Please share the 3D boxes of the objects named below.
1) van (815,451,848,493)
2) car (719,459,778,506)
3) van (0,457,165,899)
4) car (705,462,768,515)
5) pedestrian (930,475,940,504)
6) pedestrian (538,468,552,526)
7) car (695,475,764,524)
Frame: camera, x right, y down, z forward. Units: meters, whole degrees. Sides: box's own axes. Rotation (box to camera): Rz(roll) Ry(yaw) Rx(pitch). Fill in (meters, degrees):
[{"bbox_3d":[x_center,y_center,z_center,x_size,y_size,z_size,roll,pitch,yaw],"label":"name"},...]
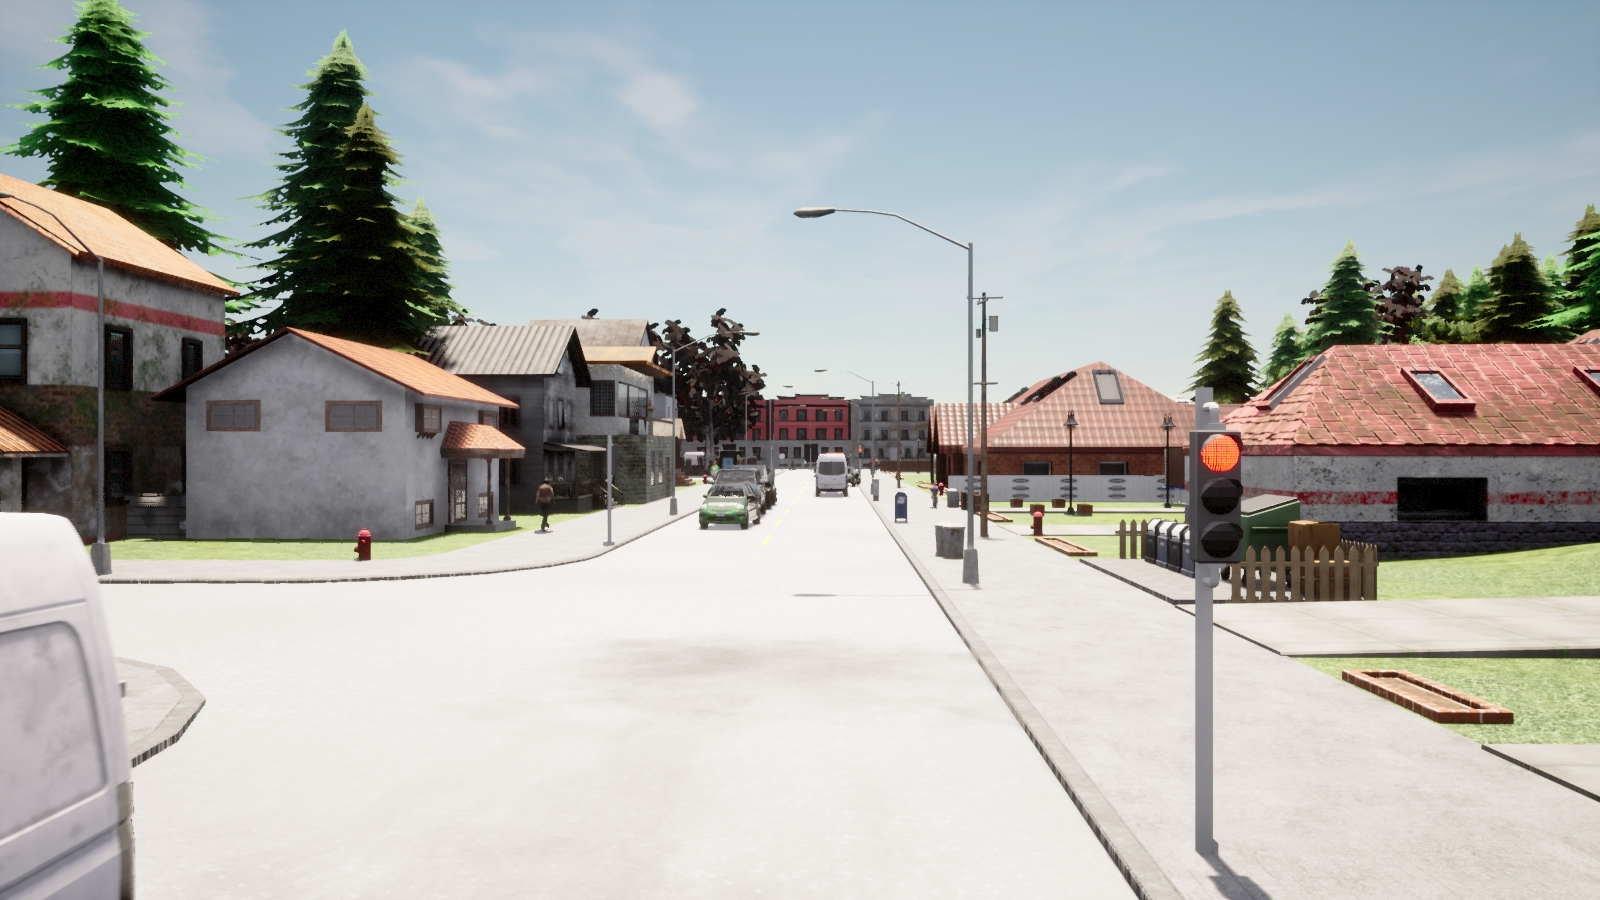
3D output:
[{"bbox_3d":[1.990,1.314,71.613,1.988,2.561,5.915,0,0,2],"label":"van"},{"bbox_3d":[-2.451,1.534,55.813,2.390,2.098,6.274,0,0,2],"label":"car"},{"bbox_3d":[-4.029,1.314,2.377,1.988,2.561,5.915,0,0,2],"label":"van"},{"bbox_3d":[-2.626,1.559,48.404,2.150,2.045,5.566,0,0,2],"label":"car"},{"bbox_3d":[6.193,1.803,52.451,0.375,1.300,0.375,0,0,-1],"label":"pedestrian"},{"bbox_3d":[-8.333,1.525,37.322,0.375,1.860,0.375,0,0,2],"label":"pedestrian"},{"bbox_3d":[-2.533,1.779,41.798,1.851,1.617,3.988,0,0,7],"label":"car"}]
